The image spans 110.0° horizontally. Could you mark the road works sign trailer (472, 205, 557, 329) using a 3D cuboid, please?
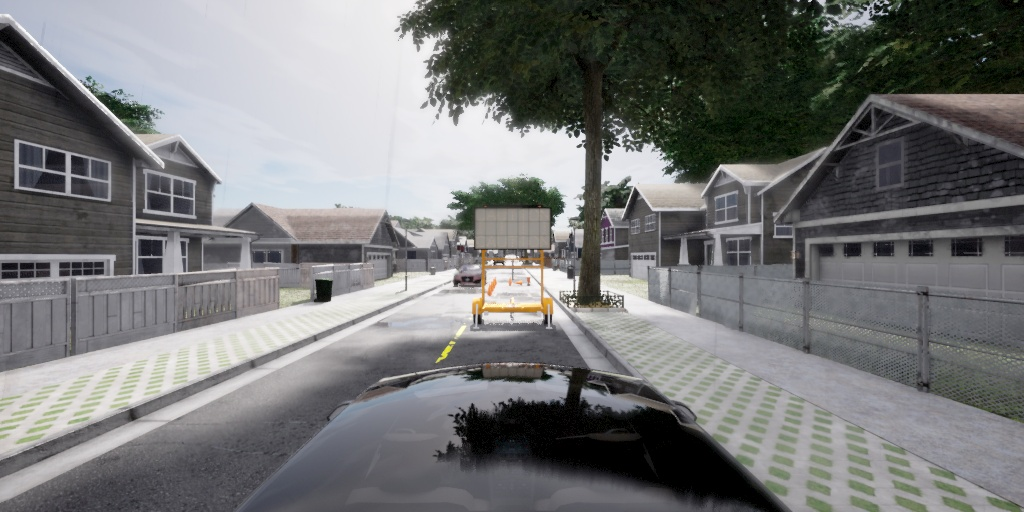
[{"bbox_3d":[0.023,0.213,11.244,2.380,3.560,2.880,0,0,0],"label":"road works sign trailer"}]

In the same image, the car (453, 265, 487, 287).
[{"bbox_3d":[-2.810,1.303,24.628,1.994,1.385,4.181,0,0,0],"label":"car"}]
